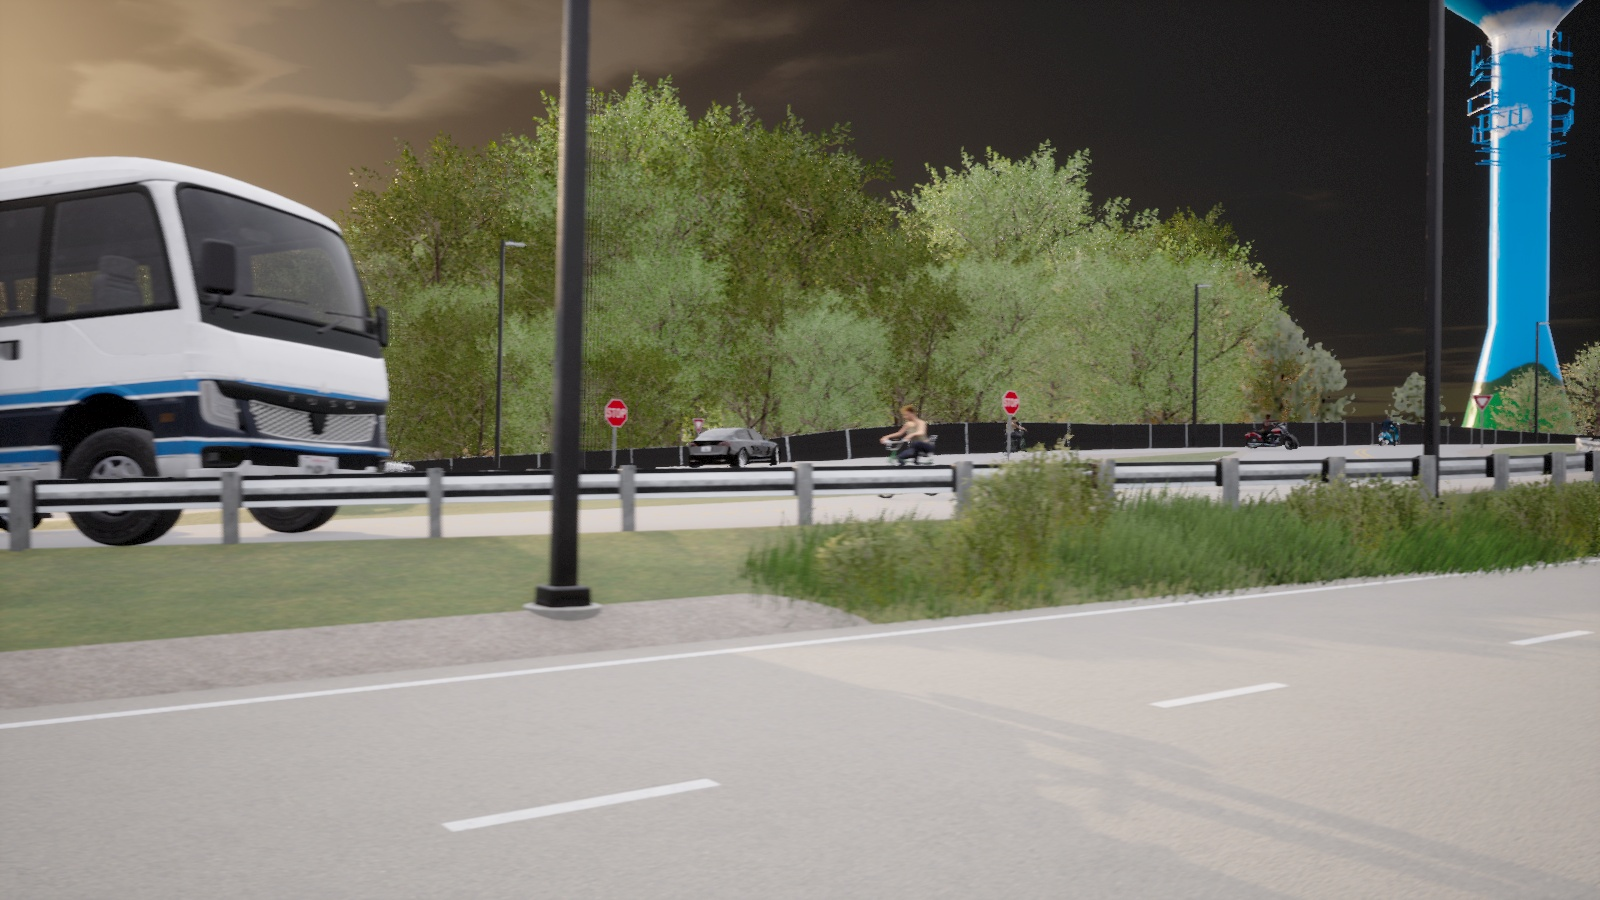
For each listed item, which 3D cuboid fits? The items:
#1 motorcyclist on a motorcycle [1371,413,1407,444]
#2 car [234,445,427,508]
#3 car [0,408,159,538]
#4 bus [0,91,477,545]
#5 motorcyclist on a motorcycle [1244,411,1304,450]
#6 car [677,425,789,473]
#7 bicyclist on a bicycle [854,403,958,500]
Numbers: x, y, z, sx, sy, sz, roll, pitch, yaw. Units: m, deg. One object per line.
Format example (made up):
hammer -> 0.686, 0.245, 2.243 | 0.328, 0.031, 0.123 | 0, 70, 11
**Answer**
motorcyclist on a motorcycle -> 30.477, -1.101, 64.974 | 1.817, 1.590, 0.866 | -1, 1, -36
car -> -13.061, 0.688, 35.046 | 4.674, 1.442, 1.812 | -3, 2, -34
car -> -12.690, 0.429, 19.498 | 4.605, 1.855, 1.932 | -2, -2, 10
bus -> -9.605, -0.990, 15.411 | 10.273, 4.253, 3.944 | -3, -3, 17
motorcyclist on a motorcycle -> 21.081, -0.895, 55.893 | 2.350, 1.649, 0.766 | 2, 7, 37
car -> -2.335, -0.064, 45.303 | 2.163, 1.488, 4.792 | -2, 1, 22
bicyclist on a bicycle -> 1.832, 0.020, 21.712 | 1.509, 1.612, 0.866 | -2, 0, -31
